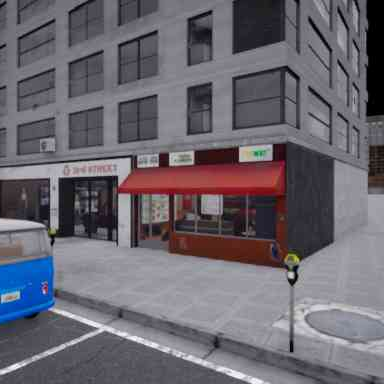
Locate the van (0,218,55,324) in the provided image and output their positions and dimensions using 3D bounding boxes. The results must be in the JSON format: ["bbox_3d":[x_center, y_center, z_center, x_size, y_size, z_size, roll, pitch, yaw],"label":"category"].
[{"bbox_3d":[-4.227,1.338,6.065,3.998,1.788,1.690,0,0,35],"label":"van"}]
